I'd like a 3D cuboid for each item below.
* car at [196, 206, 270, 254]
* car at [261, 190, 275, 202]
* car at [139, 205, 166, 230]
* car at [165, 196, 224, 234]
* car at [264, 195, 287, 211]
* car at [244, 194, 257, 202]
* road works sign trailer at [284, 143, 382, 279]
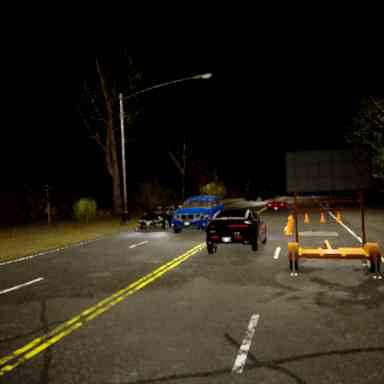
[{"bbox_3d":[1.886,1.452,13.345,1.837,1.490,4.892,-3,-4,18],"label":"car"},{"bbox_3d":[13.895,0.669,60.736,2.150,2.045,5.566,-3,0,19],"label":"car"},{"bbox_3d":[-2.009,1.710,23.094,1.837,1.490,4.892,-3,0,18],"label":"car"},{"bbox_3d":[0.566,1.314,20.556,2.150,2.045,5.566,-3,0,18],"label":"car"},{"bbox_3d":[9.181,1.299,35.710,1.895,1.301,4.718,-3,0,18],"label":"car"},{"bbox_3d":[10.905,1.084,62.021,1.837,1.490,4.892,-2,0,19],"label":"car"},{"bbox_3d":[4.063,0.407,9.981,2.380,3.560,2.880,-3,0,18],"label":"road works sign trailer"}]
